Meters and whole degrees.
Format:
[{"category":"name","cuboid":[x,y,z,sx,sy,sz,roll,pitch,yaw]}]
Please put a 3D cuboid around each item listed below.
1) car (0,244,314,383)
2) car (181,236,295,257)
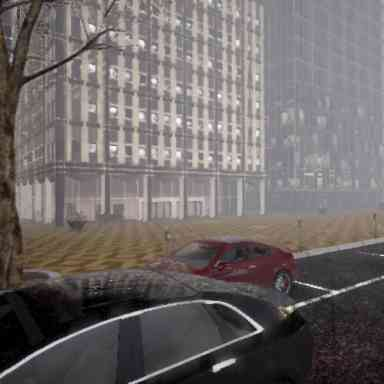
[{"category":"car","cuboid":[-1.009,1.526,2.635,4.892,1.490,1.837,0,0,-36]},{"category":"car","cuboid":[0.510,1.621,6.978,4.206,1.307,1.802,0,0,-36]}]
